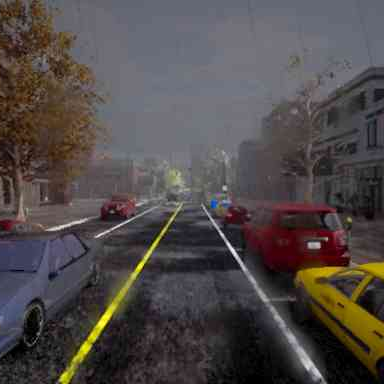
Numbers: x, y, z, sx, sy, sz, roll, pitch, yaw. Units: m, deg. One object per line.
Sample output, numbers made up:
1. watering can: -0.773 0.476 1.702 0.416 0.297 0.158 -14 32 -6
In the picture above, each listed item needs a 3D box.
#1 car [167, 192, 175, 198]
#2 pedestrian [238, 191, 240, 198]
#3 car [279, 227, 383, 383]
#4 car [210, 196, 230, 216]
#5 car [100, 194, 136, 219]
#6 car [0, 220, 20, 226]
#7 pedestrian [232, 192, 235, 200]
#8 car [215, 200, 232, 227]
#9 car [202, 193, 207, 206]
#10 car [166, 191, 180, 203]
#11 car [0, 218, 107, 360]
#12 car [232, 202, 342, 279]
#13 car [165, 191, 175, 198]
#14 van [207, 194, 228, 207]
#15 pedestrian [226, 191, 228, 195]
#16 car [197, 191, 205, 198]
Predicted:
1. car: -5.765 0.802 92.102 1.887 1.381 4.507 -1 0 0
2. pedestrian: 8.091 0.662 57.051 0.375 1.860 0.375 -1 1 0
3. car: 2.685 1.490 4.304 1.752 1.417 4.829 -1 0 0
4. car: 2.667 1.313 26.498 1.752 1.417 4.829 -1 0 0
5. car: -5.716 1.104 26.317 2.192 1.841 5.009 -1 0 0
6. car: -5.700 1.504 9.675 1.802 1.307 4.206 -1 0 0
7. pedestrian: 7.091 0.681 56.450 0.375 1.860 0.375 -1 1 0
8. car: 2.671 1.415 20.780 1.802 1.307 4.206 -1 0 0
9. car: 2.654 1.179 43.142 1.752 1.417 4.829 -1 0 0
10. car: -3.048 1.071 54.640 1.837 1.490 4.892 0 0 0
11. car: -3.105 1.496 6.315 2.033 1.411 5.357 0 0 0
12. car: 2.677 1.237 9.682 2.192 1.841 5.009 -1 0 0
13. car: -5.762 0.618 86.556 2.192 1.841 5.009 -1 0 0
14. van: 2.660 1.085 31.874 1.690 1.788 3.998 -1 0 0
15. pedestrian: 6.090 0.678 57.650 0.375 1.860 0.375 -1 1 0
16. car: 2.614 0.572 92.107 2.192 1.841 5.009 -1 0 0
